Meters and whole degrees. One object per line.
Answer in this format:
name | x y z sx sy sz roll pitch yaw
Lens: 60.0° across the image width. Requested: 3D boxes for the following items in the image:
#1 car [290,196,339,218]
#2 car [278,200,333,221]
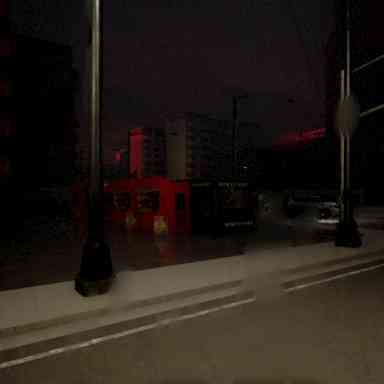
car | 11.670 1.356 31.527 2.150 2.045 5.566 0 -1 -36
car | 9.443 1.685 28.626 1.994 1.385 4.181 0 -1 -36
